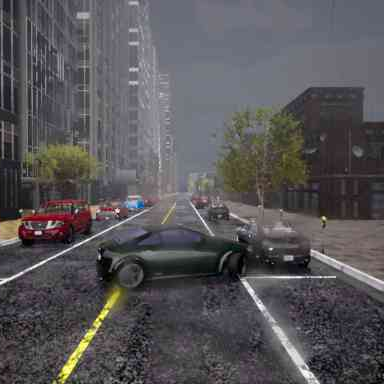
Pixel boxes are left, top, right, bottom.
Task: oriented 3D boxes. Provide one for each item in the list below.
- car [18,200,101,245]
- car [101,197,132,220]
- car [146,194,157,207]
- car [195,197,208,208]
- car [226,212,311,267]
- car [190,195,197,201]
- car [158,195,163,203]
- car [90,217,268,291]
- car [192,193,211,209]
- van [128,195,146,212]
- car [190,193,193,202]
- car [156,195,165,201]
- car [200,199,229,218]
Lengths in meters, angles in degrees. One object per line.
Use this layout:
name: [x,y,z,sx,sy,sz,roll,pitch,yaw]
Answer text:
car: [-6.190,1.310,15.748,2.192,1.841,5.009,-1,0,-1]
car: [-6.390,1.432,26.816,1.967,1.590,4.097,-1,0,-1]
car: [-6.982,1.299,49.675,2.192,1.841,5.009,-1,0,-1]
car: [1.395,1.509,50.056,1.752,1.417,4.829,-1,0,-1]
car: [2.549,1.548,11.161,2.008,1.369,4.403,-1,0,-1]
car: [0.379,1.551,88.614,1.802,1.307,4.206,-1,0,-1]
car: [-7.416,1.522,66.274,1.887,1.381,4.507,-1,0,-1]
car: [-0.385,1.557,8.855,4.181,1.385,1.994,0,0,-21]
car: [1.541,1.301,44.353,2.192,1.841,5.009,-1,0,-1]
van: [-6.690,1.329,38.609,1.690,1.788,3.998,-1,0,-1]
car: [0.812,1.291,72.017,2.192,1.841,5.009,-1,0,-1]
car: [-7.849,1.497,82.703,1.752,1.417,4.829,-1,0,-1]
car: [2.013,1.543,27.021,2.008,1.369,4.403,-1,0,-1]
